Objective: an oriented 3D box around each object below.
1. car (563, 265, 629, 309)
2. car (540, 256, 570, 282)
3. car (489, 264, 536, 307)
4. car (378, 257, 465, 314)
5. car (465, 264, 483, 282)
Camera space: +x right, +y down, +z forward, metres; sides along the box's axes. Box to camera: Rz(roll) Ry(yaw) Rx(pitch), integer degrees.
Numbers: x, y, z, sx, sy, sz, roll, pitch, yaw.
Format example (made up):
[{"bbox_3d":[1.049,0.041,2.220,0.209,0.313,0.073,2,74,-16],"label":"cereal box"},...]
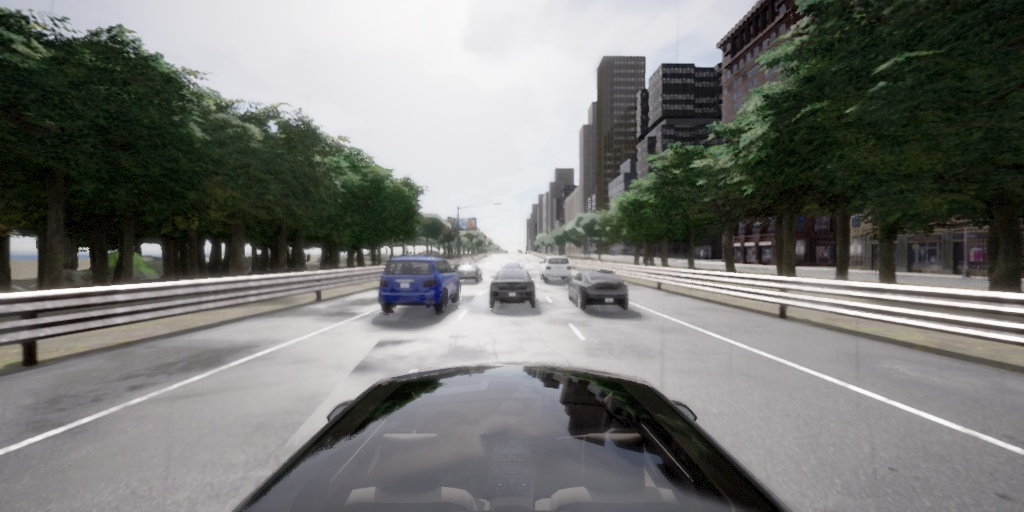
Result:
[{"bbox_3d":[3.532,1.336,15.349,1.837,1.490,4.892,0,0,1],"label":"car"},{"bbox_3d":[3.527,1.027,29.398,2.150,2.045,5.566,0,1,0],"label":"car"},{"bbox_3d":[0.039,1.307,16.073,1.882,1.535,5.008,0,0,1],"label":"car"},{"bbox_3d":[-3.482,1.051,14.393,2.150,2.045,5.566,0,0,0],"label":"car"},{"bbox_3d":[-3.474,1.350,29.330,2.033,1.411,5.357,0,0,0],"label":"car"}]
